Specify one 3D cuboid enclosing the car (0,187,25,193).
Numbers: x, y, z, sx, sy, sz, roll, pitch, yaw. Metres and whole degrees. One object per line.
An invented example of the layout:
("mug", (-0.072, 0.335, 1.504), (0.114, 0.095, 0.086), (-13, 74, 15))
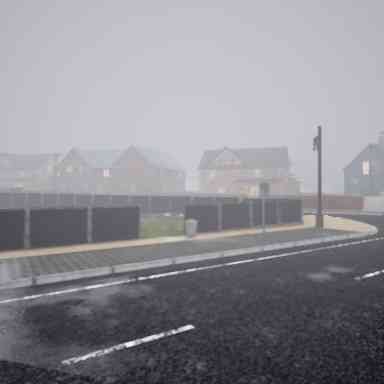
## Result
("car", (-23.175, 0.376, 40.951), (5.566, 2.045, 2.150), (1, 0, 19))
